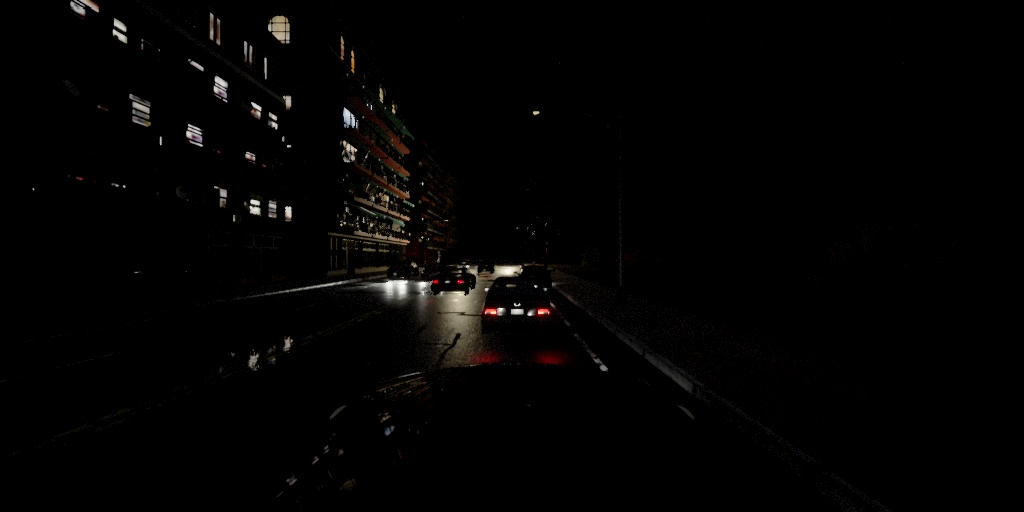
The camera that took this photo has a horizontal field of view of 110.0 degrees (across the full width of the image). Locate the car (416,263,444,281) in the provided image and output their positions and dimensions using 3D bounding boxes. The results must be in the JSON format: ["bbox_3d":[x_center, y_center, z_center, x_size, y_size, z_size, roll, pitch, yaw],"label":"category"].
[{"bbox_3d":[-6.539,1.295,31.049,1.812,1.442,4.674,0,0,0],"label":"car"}]

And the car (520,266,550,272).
[{"bbox_3d":[1.175,1.268,20.285,1.837,1.490,4.892,0,0,0],"label":"car"}]

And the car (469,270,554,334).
[{"bbox_3d":[0.119,1.304,10.597,2.033,1.411,5.357,0,0,0],"label":"car"}]

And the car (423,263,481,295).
[{"bbox_3d":[-3.112,1.310,19.891,2.033,1.411,5.357,0,0,0],"label":"car"}]

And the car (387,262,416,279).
[{"bbox_3d":[-9.786,1.261,32.468,2.128,1.511,4.902,0,0,0],"label":"car"}]

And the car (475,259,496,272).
[{"bbox_3d":[-3.063,1.280,42.654,1.837,1.490,4.892,0,0,0],"label":"car"}]
